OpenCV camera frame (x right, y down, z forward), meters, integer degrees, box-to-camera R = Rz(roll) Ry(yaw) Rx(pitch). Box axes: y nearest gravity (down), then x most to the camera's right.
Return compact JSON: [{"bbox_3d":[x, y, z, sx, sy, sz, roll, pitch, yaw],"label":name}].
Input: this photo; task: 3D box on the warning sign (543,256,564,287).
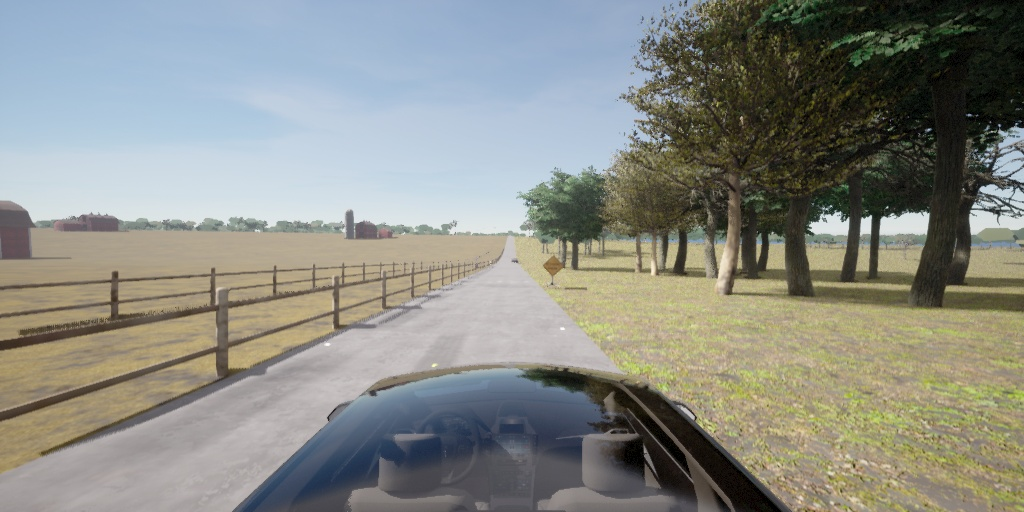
[{"bbox_3d":[2.451,0.891,21.977,1.300,1.860,1.060,0,0,0],"label":"warning sign"}]
